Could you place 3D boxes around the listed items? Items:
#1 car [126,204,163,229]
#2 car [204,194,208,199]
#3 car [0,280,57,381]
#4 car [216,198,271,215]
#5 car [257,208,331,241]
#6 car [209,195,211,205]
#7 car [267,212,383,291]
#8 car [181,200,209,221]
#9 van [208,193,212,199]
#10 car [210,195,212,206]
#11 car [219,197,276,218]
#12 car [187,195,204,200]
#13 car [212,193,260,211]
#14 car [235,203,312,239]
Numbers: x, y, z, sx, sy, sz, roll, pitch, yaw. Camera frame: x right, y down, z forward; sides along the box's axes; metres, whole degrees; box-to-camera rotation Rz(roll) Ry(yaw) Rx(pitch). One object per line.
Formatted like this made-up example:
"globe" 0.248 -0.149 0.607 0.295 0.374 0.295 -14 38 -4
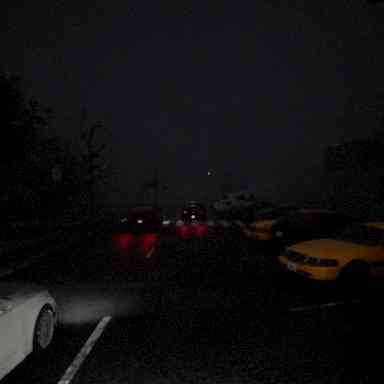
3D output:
"car" -2.905 1.451 20.897 1.812 1.442 4.674 0 0 0
"car" 4.886 1.434 47.577 5.366 1.575 1.946 1 0 -20
"car" -2.901 1.519 3.015 1.812 1.442 4.674 0 0 0
"car" 5.068 1.410 32.729 5.008 1.535 2.097 1 0 -20
"car" 5.093 1.479 11.870 4.792 1.488 2.163 1 0 -20
"car" 5.086 1.455 41.692 4.792 1.488 2.163 1 0 -20
"car" 4.894 1.458 8.808 5.366 1.575 1.946 1 1 -20
"car" 0.094 1.519 26.406 1.895 1.301 4.718 0 0 0
"van" 4.953 1.205 44.619 4.442 1.987 1.878 1 0 -20
"car" 5.234 1.418 38.762 5.366 1.575 1.946 1 0 -20
"car" 5.073 1.411 26.763 4.892 1.521 2.231 1 0 -20
"car" 0.090 1.425 41.340 2.128 1.511 4.902 0 0 0
"car" 5.092 1.157 29.765 5.566 2.045 2.435 1 0 -20
"car" 4.893 1.430 14.774 5.366 1.575 1.946 1 0 -20
